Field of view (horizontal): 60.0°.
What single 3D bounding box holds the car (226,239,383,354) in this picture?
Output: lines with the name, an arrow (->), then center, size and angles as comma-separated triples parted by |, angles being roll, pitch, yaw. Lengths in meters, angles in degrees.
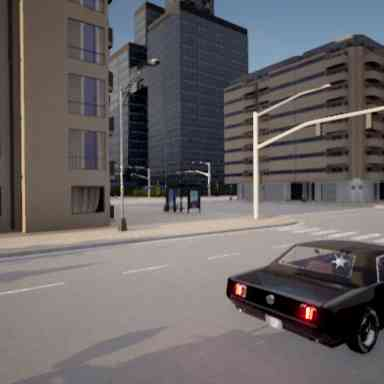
car -> 2.952, 1.538, 6.033 | 4.718, 1.301, 1.895 | -1, 0, -36
